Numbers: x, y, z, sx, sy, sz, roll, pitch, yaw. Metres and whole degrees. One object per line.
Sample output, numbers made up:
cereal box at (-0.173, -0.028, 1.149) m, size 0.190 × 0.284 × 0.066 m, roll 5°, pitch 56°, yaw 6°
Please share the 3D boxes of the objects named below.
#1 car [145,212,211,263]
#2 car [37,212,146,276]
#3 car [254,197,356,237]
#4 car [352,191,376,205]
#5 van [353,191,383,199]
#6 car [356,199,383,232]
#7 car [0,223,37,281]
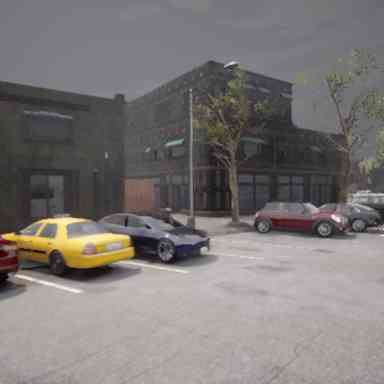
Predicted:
car at (-1.588, 1.475, 11.926) m, size 4.792 × 1.488 × 2.163 m, roll -1°, pitch -1°, yaw 34°
car at (-4.181, 1.468, 10.315) m, size 5.366 × 1.575 × 1.946 m, roll -1°, pitch 0°, yaw 35°
car at (5.586, 1.254, 17.109) m, size 4.553 × 1.767 × 2.185 m, roll -1°, pitch -1°, yaw 35°
car at (26.647, 0.841, 51.351) m, size 2.435 × 2.045 × 5.566 m, roll 0°, pitch 1°, yaw 36°
van at (12.737, 1.087, 22.309) m, size 4.442 × 1.987 × 1.878 m, roll -1°, pitch 0°, yaw 35°
car at (8.026, 1.357, 18.812) m, size 4.892 × 1.521 × 2.231 m, roll -1°, pitch 0°, yaw 34°
car at (-6.430, 1.490, 8.503) m, size 5.008 × 1.535 × 2.097 m, roll -1°, pitch 0°, yaw 34°
